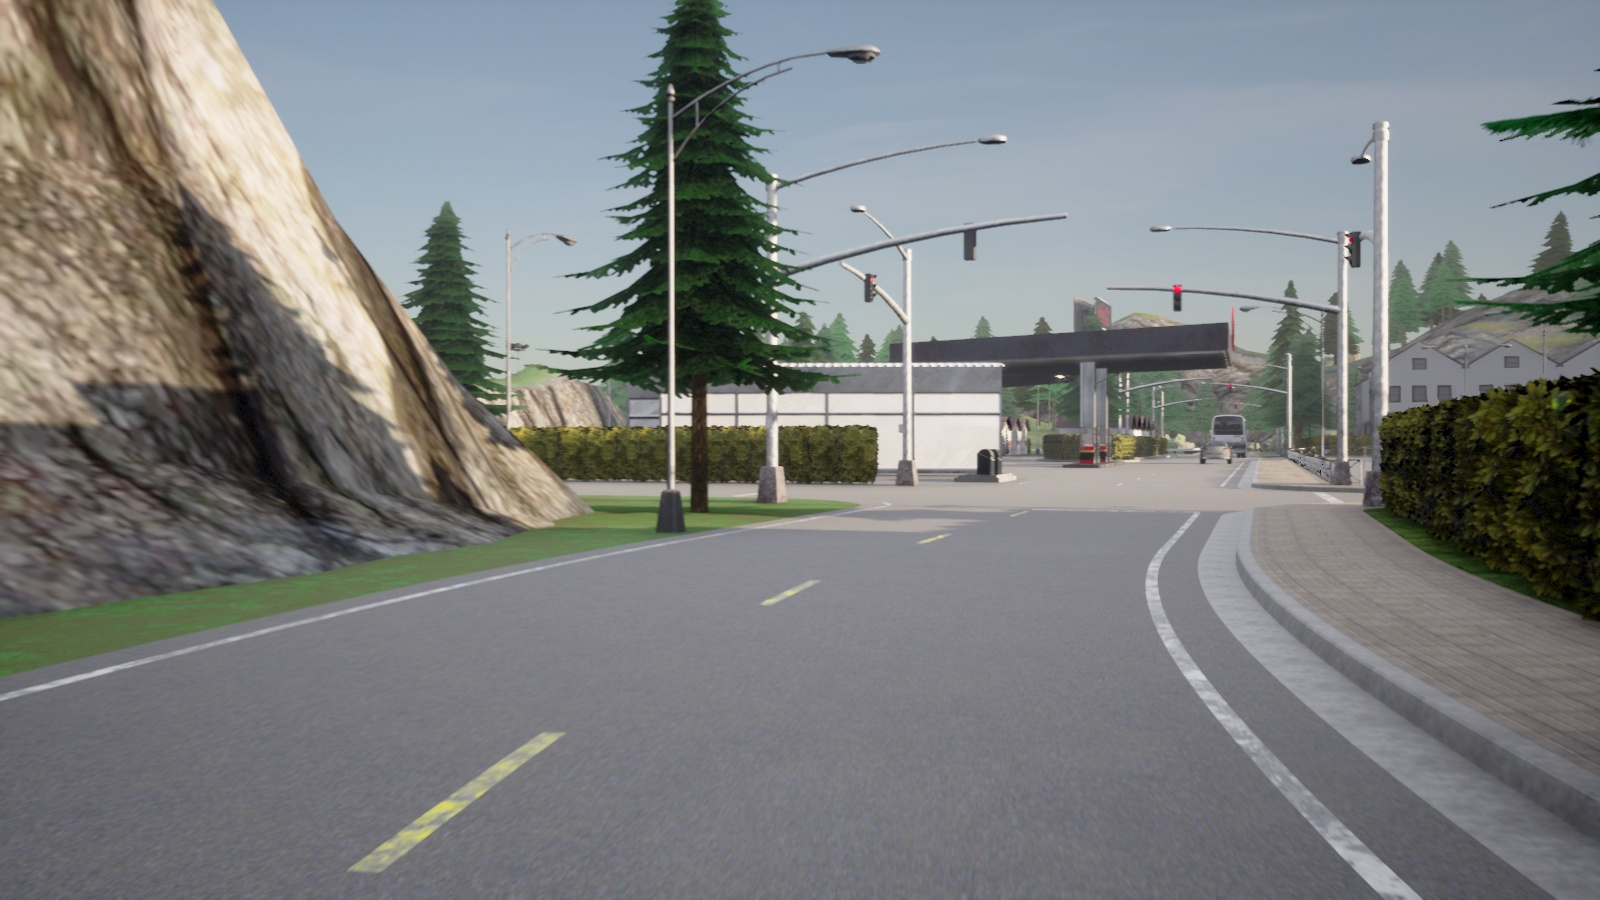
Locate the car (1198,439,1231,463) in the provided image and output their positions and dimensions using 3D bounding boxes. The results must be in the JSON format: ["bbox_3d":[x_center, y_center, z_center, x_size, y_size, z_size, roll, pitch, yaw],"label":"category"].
[{"bbox_3d":[29.717,0.062,89.947,2.152,1.651,5.027,0,0,20],"label":"car"}]
